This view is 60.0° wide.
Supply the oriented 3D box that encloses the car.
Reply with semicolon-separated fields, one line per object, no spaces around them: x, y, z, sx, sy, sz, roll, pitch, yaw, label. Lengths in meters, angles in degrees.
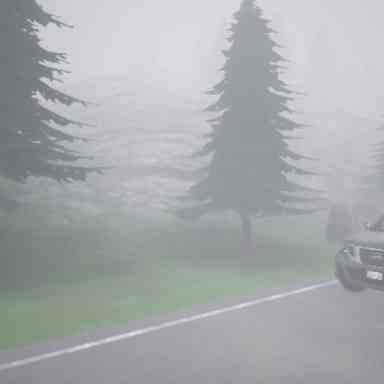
5.862;1.350;8.215;5.566;2.045;2.150;1;-1;-36;car
